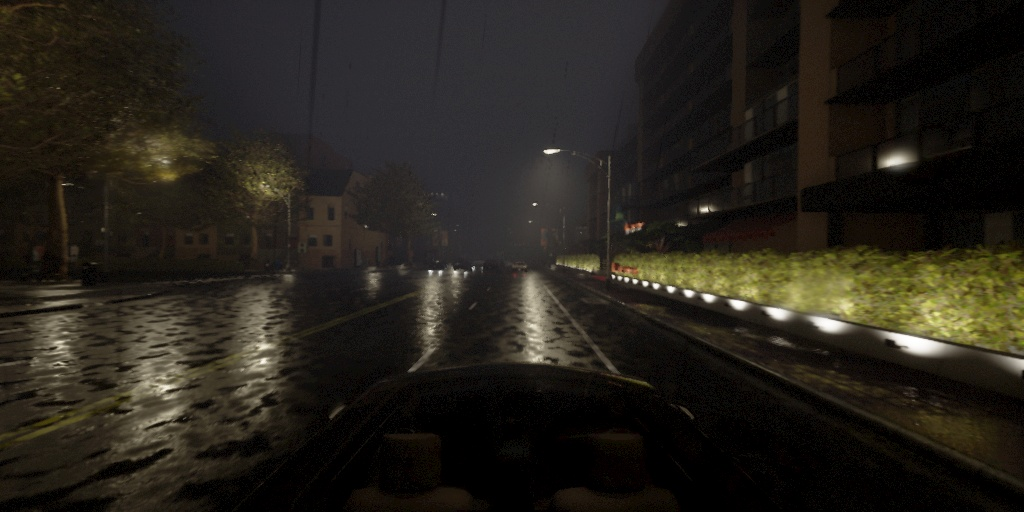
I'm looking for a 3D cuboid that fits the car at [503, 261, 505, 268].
[{"bbox_3d":[-2.191,1.254,61.293,1.994,1.385,4.181,1,0,1],"label":"car"}]

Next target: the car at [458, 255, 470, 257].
[{"bbox_3d":[-9.249,1.089,64.199,1.837,1.490,4.892,1,0,2],"label":"car"}]

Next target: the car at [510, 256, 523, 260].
[{"bbox_3d":[1.250,1.232,59.095,2.128,1.511,4.902,1,0,1],"label":"car"}]

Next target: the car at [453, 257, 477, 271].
[{"bbox_3d":[-6.207,1.186,45.633,2.033,1.411,5.357,1,0,1],"label":"car"}]

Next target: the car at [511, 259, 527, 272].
[{"bbox_3d":[0.956,1.344,45.155,1.895,1.301,4.718,1,0,1],"label":"car"}]

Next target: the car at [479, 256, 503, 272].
[{"bbox_3d":[-2.540,1.170,44.685,1.882,1.535,5.008,1,0,1],"label":"car"}]

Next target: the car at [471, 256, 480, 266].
[{"bbox_3d":[-5.771,1.162,63.381,1.812,1.442,4.674,1,0,2],"label":"car"}]

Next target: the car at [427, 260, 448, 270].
[{"bbox_3d":[-9.669,1.152,47.027,1.994,1.385,4.181,1,0,1],"label":"car"}]
